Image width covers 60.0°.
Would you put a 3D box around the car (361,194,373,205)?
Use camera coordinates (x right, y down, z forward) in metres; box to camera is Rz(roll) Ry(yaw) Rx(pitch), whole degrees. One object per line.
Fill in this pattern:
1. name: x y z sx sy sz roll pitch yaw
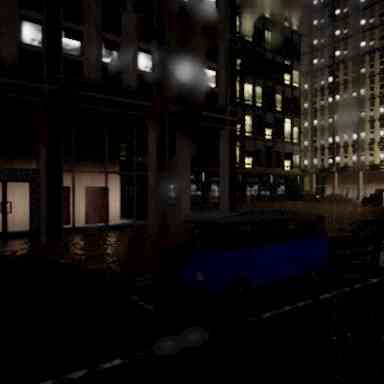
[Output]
1. car: 24.202 0.998 42.792 1.967 1.590 4.097 1 0 -36

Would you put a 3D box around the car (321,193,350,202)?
1. car: 24.479 0.899 56.786 1.802 1.307 4.206 1 0 -36

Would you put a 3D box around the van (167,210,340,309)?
1. van: 1.399 1.331 7.559 3.998 1.788 1.690 0 0 -36

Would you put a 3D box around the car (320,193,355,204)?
1. car: 20.951 1.032 47.323 1.802 1.307 4.206 1 0 -36

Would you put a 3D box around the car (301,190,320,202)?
1. car: 17.710 0.658 51.852 2.192 1.841 5.009 1 0 -36

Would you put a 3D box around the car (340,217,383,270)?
1. car: 5.998 1.531 10.840 4.403 1.369 2.008 0 0 -35

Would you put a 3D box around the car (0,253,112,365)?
1. car: -3.198 1.566 4.278 4.313 1.339 1.947 0 0 -36
